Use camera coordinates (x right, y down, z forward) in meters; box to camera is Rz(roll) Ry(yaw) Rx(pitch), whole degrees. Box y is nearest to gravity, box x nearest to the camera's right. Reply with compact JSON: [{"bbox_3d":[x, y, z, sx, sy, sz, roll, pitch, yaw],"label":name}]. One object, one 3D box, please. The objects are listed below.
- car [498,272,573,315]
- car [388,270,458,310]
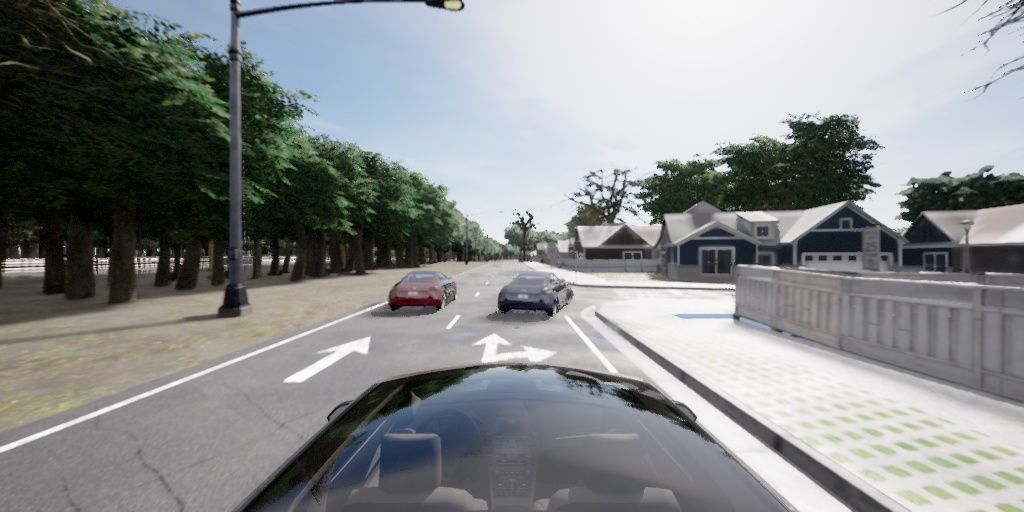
[{"bbox_3d":[0.988,1.273,13.478,1.994,1.385,4.181,0,0,18],"label":"car"},{"bbox_3d":[-3.426,1.267,14.469,1.994,1.385,4.181,0,0,0],"label":"car"}]
